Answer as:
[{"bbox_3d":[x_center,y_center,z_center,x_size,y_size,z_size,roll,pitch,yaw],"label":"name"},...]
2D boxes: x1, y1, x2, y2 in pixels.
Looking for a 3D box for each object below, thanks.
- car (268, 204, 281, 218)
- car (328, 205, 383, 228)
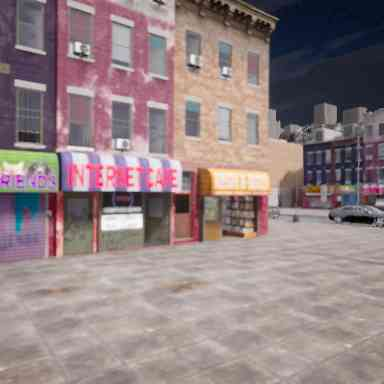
[{"bbox_3d":[6.369,1.582,32.156,2.097,1.767,4.553,0,0,-35],"label":"car"},{"bbox_3d":[12.245,1.705,23.832,2.128,1.511,4.902,0,0,-35],"label":"car"}]
